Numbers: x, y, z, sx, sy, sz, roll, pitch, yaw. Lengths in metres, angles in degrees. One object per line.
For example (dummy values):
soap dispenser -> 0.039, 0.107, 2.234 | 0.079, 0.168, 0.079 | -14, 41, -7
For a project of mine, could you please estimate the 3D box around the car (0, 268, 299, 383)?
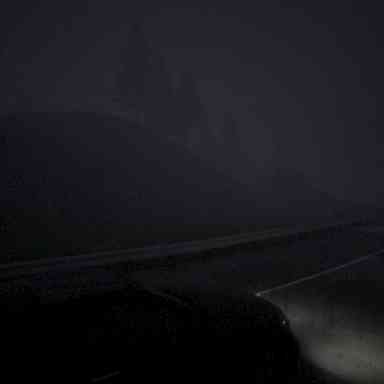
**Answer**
car -> -0.927, 1.536, 3.306 | 4.674, 1.442, 1.812 | 0, 0, -36
